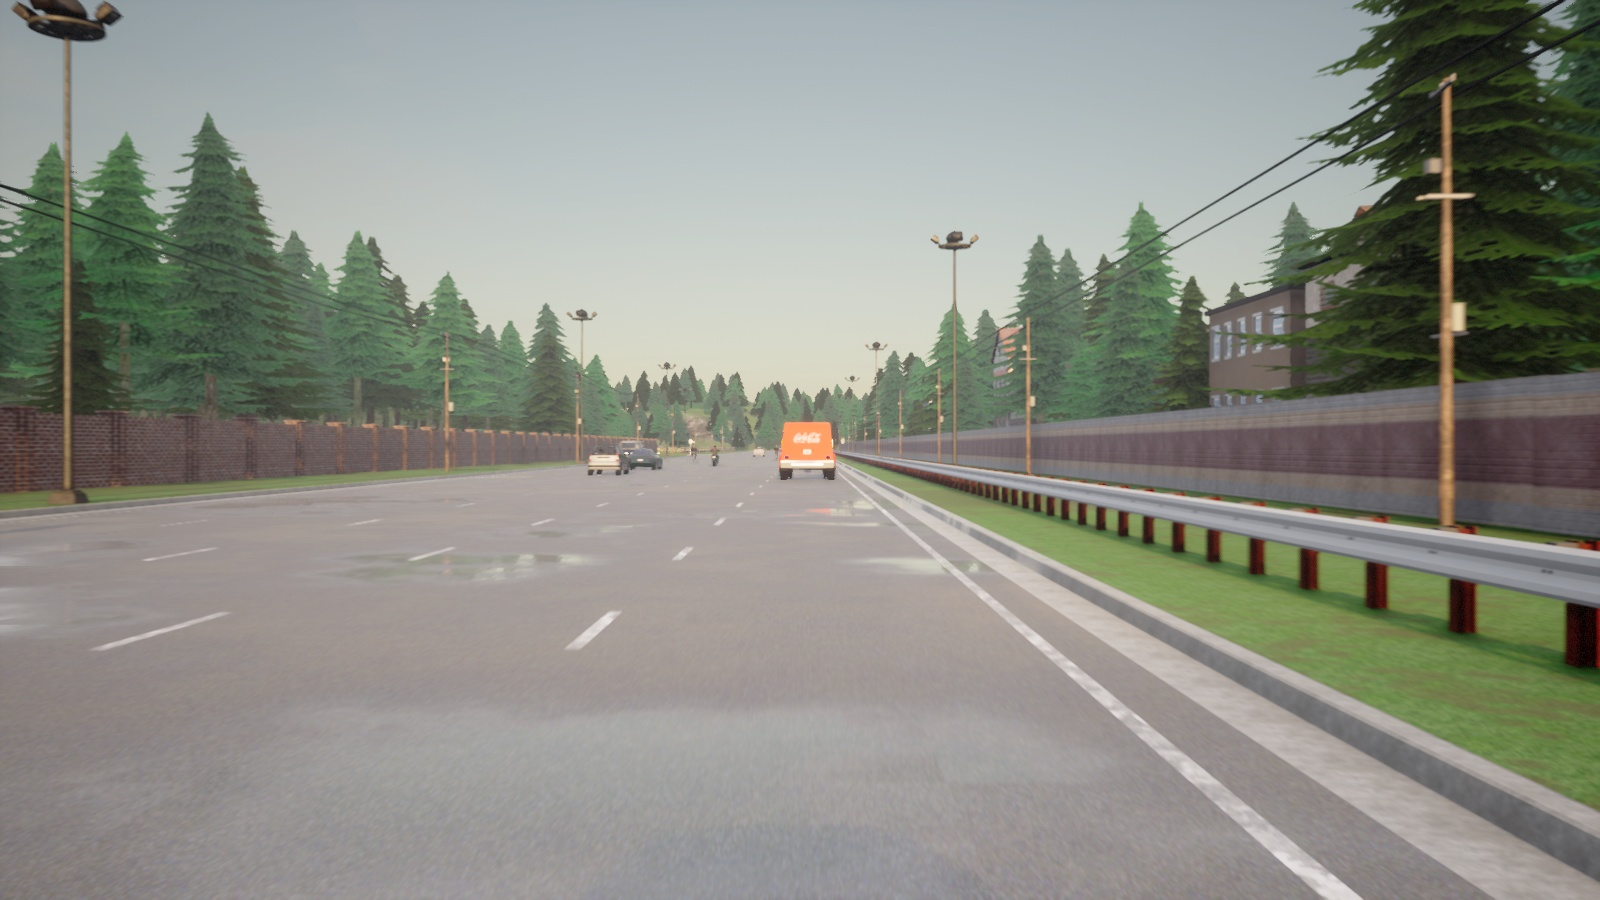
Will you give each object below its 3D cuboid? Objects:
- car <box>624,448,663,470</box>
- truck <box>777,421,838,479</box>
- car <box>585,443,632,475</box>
[{"bbox_3d":[-10.020,0.573,80.638,1.994,1.385,4.181,0,0,0],"label":"car"},{"bbox_3d":[0.344,0.064,57.332,2.627,2.467,5.204,0,-2,0],"label":"truck"},{"bbox_3d":[-10.102,0.448,66.345,1.851,1.617,3.988,0,0,0],"label":"car"}]
